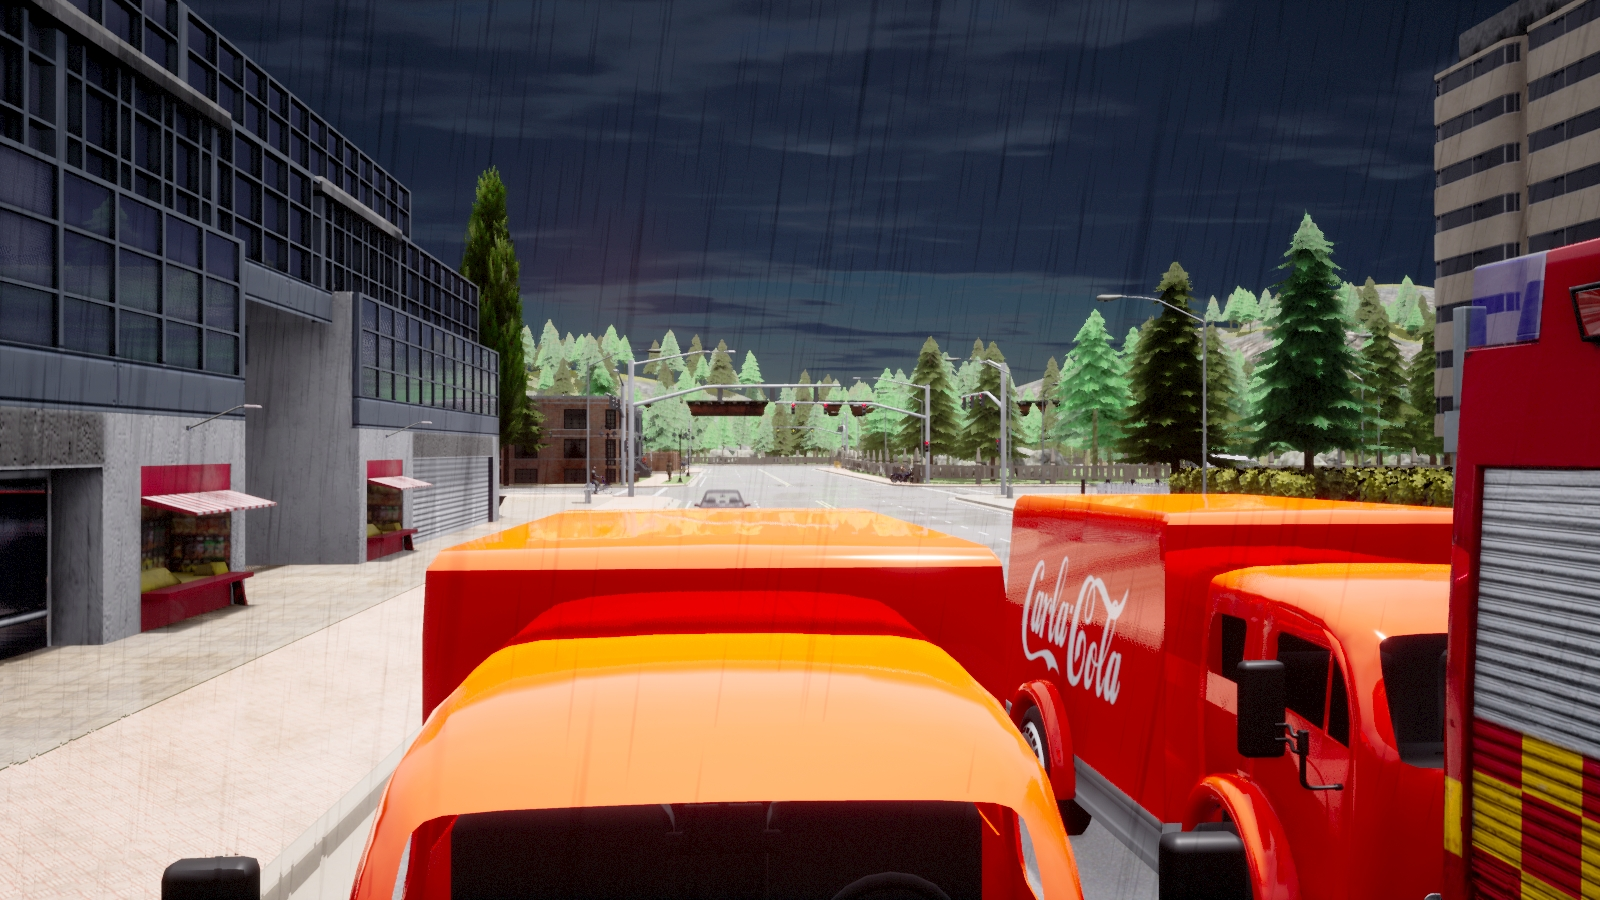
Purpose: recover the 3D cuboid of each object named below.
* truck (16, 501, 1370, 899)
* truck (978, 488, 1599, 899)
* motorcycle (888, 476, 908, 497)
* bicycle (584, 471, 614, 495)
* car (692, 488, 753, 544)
[{"bbox_3d":[-0.347,1.568,4.821,2.627,2.467,5.204,0,0,-4],"label":"truck"},{"bbox_3d":[3.003,1.568,7.234,2.627,2.467,5.204,0,0,-4],"label":"truck"},{"bbox_3d":[5.944,2.205,69.519,0.867,1.251,2.209,0,0,-4],"label":"motorcycle"},{"bbox_3d":[-12.531,2.060,71.198,1.835,1.471,0.329,0,0,-11],"label":"bicycle"},{"bbox_3d":[-2.435,2.026,35.917,1.789,1.549,3.705,0,0,-4],"label":"car"}]
